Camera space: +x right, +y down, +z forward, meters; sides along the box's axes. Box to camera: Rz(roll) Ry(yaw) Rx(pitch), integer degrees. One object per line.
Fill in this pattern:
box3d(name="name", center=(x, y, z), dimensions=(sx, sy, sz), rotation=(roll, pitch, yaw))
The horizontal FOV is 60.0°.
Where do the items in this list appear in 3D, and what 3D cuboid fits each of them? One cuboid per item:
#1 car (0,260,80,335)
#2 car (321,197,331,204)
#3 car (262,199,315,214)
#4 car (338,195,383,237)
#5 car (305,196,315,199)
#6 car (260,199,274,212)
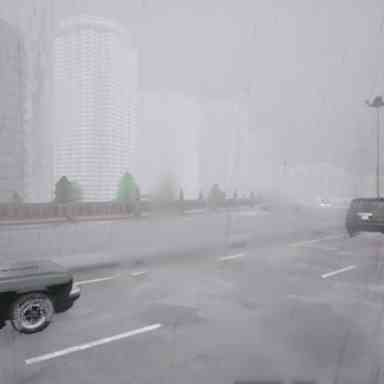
box3d(name="car", center=(-4.283, 1.625, 5.113), dimensions=(4.718, 1.301, 1.895), rotation=(0, 0, -35))
box3d(name="car", center=(28.747, 1.825, 71.360), dimensions=(2.128, 1.511, 4.902), rotation=(0, 0, 24))
box3d(name="car", center=(7.655, 1.589, 25.705), dimensions=(1.882, 1.535, 5.008), rotation=(0, 0, 40))
box3d(name="car", center=(9.962, 1.297, 17.517), dimensions=(2.150, 2.045, 5.566), rotation=(0, 0, 44))
box3d(name="car", center=(27.219, 1.790, 76.581), dimensions=(1.882, 1.535, 5.008), rotation=(0, 0, 24))
box3d(name="car", center=(9.880, 1.681, 40.306), dimensions=(1.837, 1.490, 4.892), rotation=(0, -1, 32))
